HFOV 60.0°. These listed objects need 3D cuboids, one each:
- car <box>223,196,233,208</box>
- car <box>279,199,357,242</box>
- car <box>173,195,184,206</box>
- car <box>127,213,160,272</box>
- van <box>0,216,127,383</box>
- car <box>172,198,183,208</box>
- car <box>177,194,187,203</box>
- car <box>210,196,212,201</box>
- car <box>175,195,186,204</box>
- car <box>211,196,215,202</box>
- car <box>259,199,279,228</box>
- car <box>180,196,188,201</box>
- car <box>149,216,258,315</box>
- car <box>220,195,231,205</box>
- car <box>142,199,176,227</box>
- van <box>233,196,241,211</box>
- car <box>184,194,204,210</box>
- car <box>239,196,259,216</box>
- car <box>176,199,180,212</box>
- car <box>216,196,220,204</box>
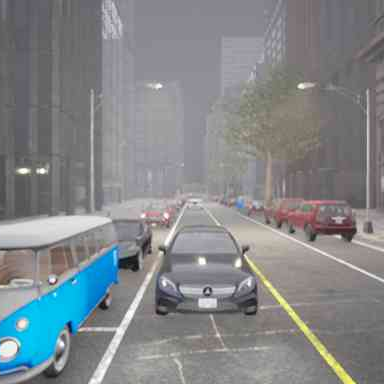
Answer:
[{"bbox_3d":[6.242,1.669,50.306,1.802,1.307,4.206,0,0,0],"label":"car"},{"bbox_3d":[6.221,1.333,16.469,2.192,1.841,5.009,0,0,0],"label":"car"},{"bbox_3d":[-2.283,1.611,50.152,1.752,1.417,4.829,0,0,0],"label":"car"},{"bbox_3d":[-2.308,1.574,10.849,1.947,1.339,4.313,0,0,0],"label":"car"},{"bbox_3d":[-2.311,1.344,5.210,1.690,1.788,3.998,0,0,0],"label":"van"},{"bbox_3d":[-2.290,1.641,39.044,1.802,1.307,4.206,0,0,0],"label":"car"},{"bbox_3d":[-2.265,1.511,78.515,2.192,1.841,5.009,0,0,0],"label":"car"},{"bbox_3d":[6.264,1.747,84.313,1.752,1.417,4.829,0,0,0],"label":"car"},{"bbox_3d":[-2.273,1.466,67.238,2.192,1.841,5.009,0,0,0],"label":"car"},{"bbox_3d":[6.261,1.763,78.502,1.947,1.339,4.313,0,0,0],"label":"car"},{"bbox_3d":[6.225,1.343,22.108,2.192,1.841,5.009,0,0,0],"label":"car"},{"bbox_3d":[-2.254,1.838,95.431,1.947,1.339,4.313,0,0,0],"label":"car"},{"bbox_3d":[0.258,1.531,7.675,1.812,1.442,4.674,0,0,0],"label":"car"},{"bbox_3d":[6.246,1.673,55.944,1.947,1.339,4.313,0,0,0],"label":"car"},{"bbox_3d":[-2.301,1.467,22.127,1.967,1.590,4.097,0,0,0],"label":"car"},{"bbox_3d":[6.236,1.401,39.027,1.690,1.788,3.998,0,0,0],"label":"van"},{"bbox_3d":[0.381,1.291,44.107,2.150,2.045,5.566,0,0,0],"label":"car"},{"bbox_3d":[6.232,1.489,33.387,1.967,1.590,4.097,0,0,0],"label":"car"},{"bbox_3d":[-2.297,1.583,27.766,1.887,1.381,4.507,0,0,0],"label":"car"},{"bbox_3d":[6.249,1.444,61.585,2.192,1.841,5.009,0,0,0],"label":"car"}]
